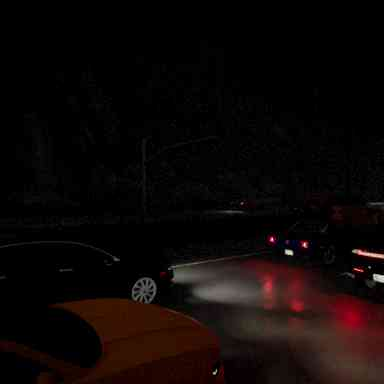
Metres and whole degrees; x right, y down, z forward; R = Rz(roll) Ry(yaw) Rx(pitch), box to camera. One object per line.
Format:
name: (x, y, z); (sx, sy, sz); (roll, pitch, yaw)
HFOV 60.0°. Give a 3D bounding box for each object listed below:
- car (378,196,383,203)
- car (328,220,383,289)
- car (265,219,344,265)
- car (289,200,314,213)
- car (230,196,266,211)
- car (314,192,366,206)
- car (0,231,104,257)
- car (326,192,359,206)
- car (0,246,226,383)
car: (35.867, 1.321, 60.819); (4.718, 1.301, 1.895); (0, 0, -36)
car: (5.678, 1.483, 7.946); (4.902, 1.511, 2.128); (0, 0, -36)
car: (4.818, 1.590, 11.652); (4.718, 1.301, 1.895); (0, 0, -36)
car: (11.971, 1.481, 34.559); (4.181, 1.385, 1.994); (0, 0, -36)
car: (6.617, 1.276, 39.306); (4.553, 1.767, 2.097); (0, 0, -36)
car: (14.625, 1.135, 32.168); (5.566, 2.045, 2.150); (0, 0, -36)
car: (-2.620, 1.504, 6.176); (4.892, 1.490, 1.837); (0, 0, -36)
car: (23.414, 1.032, 51.721); (5.566, 2.045, 2.150); (0, 0, -36)
car: (-1.969, 1.477, 2.320); (5.008, 1.535, 1.882); (0, 0, -36)
